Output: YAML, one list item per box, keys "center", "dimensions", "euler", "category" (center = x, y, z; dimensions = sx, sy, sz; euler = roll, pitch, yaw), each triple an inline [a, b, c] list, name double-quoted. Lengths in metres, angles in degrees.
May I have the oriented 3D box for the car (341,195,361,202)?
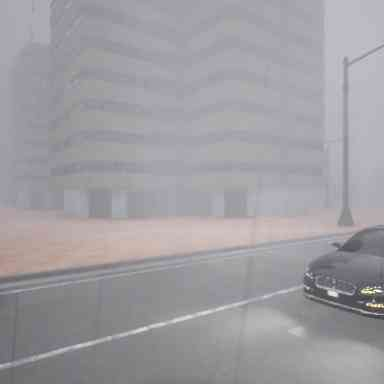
- center: [40.072, 1.724, 84.618]
  dimensions: [1.970, 1.475, 3.806]
  euler: [0, -1, -37]
  category: "car"

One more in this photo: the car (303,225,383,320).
- center: [4.400, 1.499, 7.121]
  dimensions: [4.892, 1.490, 1.837]
  euler: [0, 0, -35]
  category: "car"
